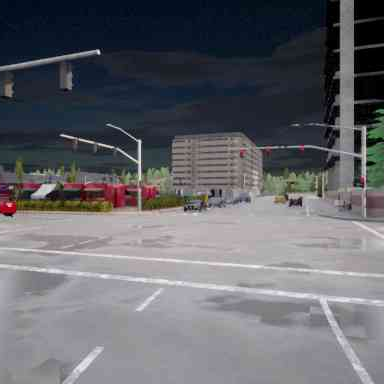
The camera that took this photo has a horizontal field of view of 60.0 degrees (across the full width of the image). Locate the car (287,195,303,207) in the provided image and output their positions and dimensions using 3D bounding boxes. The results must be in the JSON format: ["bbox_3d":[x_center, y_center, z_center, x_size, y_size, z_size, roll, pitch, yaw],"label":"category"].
[{"bbox_3d":[16.599,1.477,52.990,1.882,1.535,5.008,0,0,19],"label":"car"}]

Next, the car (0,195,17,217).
[{"bbox_3d":[-18.302,1.277,29.705,5.566,2.045,2.150,0,0,20],"label":"car"}]

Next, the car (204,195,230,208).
[{"bbox_3d":[3.665,1.506,48.178,1.837,1.490,4.892,0,0,19],"label":"car"}]

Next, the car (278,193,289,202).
[{"bbox_3d":[21.625,1.225,78.827,2.150,2.045,5.566,0,0,19],"label":"car"}]

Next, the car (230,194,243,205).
[{"bbox_3d":[6.792,1.491,57.294,2.128,1.511,4.902,0,0,19],"label":"car"}]

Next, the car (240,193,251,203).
[{"bbox_3d":[10.777,1.222,68.721,2.150,2.045,5.566,0,0,19],"label":"car"}]

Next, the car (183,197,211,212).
[{"bbox_3d":[0.468,1.564,38.906,1.994,1.385,4.181,0,0,17],"label":"car"}]

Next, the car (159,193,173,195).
[{"bbox_3d":[-7.884,1.209,81.479,4.605,1.855,1.932,0,0,19],"label":"car"}]

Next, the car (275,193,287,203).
[{"bbox_3d":[18.304,1.478,69.013,1.882,1.535,5.008,0,0,19],"label":"car"}]

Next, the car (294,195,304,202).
[{"bbox_3d":[24.818,1.525,77.347,2.128,1.511,4.902,0,0,19],"label":"car"}]
